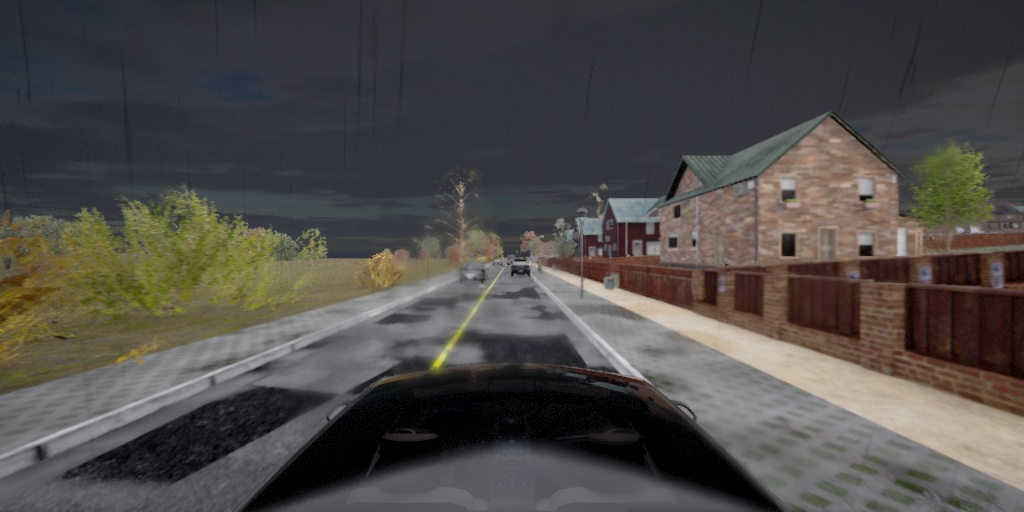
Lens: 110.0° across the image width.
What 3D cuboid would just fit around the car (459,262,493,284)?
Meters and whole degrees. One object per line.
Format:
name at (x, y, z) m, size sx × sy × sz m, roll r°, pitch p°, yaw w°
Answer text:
car at (-2.843, 1.240, 27.086) m, size 2.128 × 1.511 × 4.902 m, roll 0°, pitch 0°, yaw 0°

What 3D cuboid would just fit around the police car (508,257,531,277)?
police car at (0.828, 1.177, 35.859) m, size 1.930 × 1.638 × 5.238 m, roll 0°, pitch 0°, yaw 0°
